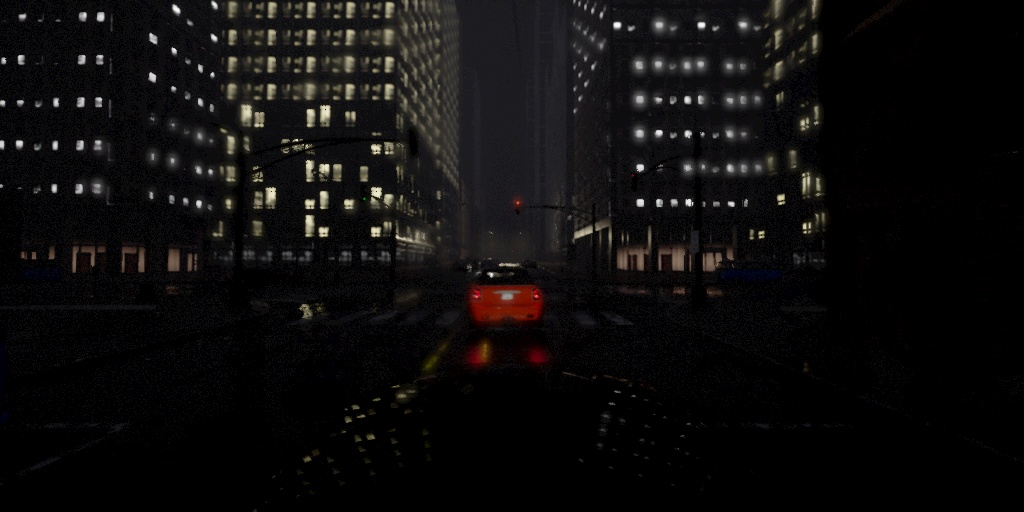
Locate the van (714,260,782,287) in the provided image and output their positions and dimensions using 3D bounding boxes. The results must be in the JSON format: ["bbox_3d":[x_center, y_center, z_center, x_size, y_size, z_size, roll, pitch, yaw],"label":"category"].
[{"bbox_3d":[15.988,1.180,24.361,3.998,1.789,1.690,0,0,0],"label":"van"}]

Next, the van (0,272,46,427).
[{"bbox_3d":[-5.828,1.091,1.813,1.690,1.789,3.998,0,0,0],"label":"van"}]

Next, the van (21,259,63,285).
[{"bbox_3d":[-33.431,1.100,24.489,3.998,1.789,1.690,0,0,0],"label":"van"}]

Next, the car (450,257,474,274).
[{"bbox_3d":[-5.678,1.150,39.879,1.967,1.591,4.097,0,0,0],"label":"car"}]

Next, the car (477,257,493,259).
[{"bbox_3d":[-3.071,1.193,47.808,2.128,1.511,4.902,0,0,0],"label":"car"}]

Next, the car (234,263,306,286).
[{"bbox_3d":[-16.486,1.223,24.446,4.097,1.591,1.967,0,0,0],"label":"car"}]

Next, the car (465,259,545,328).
[{"bbox_3d":[-0.377,1.091,11.552,2.097,1.767,4.553,0,0,-7],"label":"car"}]
